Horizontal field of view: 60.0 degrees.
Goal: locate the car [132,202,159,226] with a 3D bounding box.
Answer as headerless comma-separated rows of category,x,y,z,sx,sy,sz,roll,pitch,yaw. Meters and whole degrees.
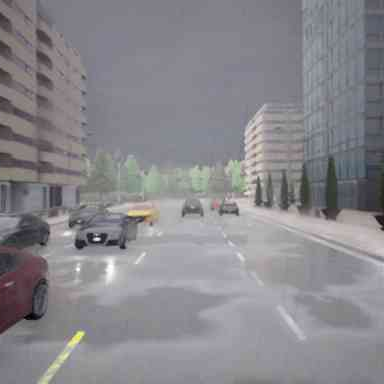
car,-3.592,1.571,24.781,1.882,1.535,5.008,0,0,0

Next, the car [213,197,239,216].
car,3.575,1.581,33.336,2.128,1.511,4.902,0,0,1

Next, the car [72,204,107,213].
car,-7.100,1.609,23.392,1.837,1.490,4.892,0,0,0

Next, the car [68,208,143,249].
car,-3.629,1.626,14.721,1.994,1.385,4.181,0,0,0

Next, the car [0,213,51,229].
car,-7.134,1.598,12.995,1.812,1.442,4.674,0,0,0

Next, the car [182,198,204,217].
car,0.073,1.455,33.008,2.097,1.767,4.553,0,0,1

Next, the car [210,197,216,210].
car,3.566,1.476,44.805,2.097,1.767,4.553,0,0,1

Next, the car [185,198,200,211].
car,0.067,1.647,44.868,1.837,1.490,4.892,0,0,1

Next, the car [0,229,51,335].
car,-3.609,1.557,4.718,1.812,1.442,4.674,0,0,-1
